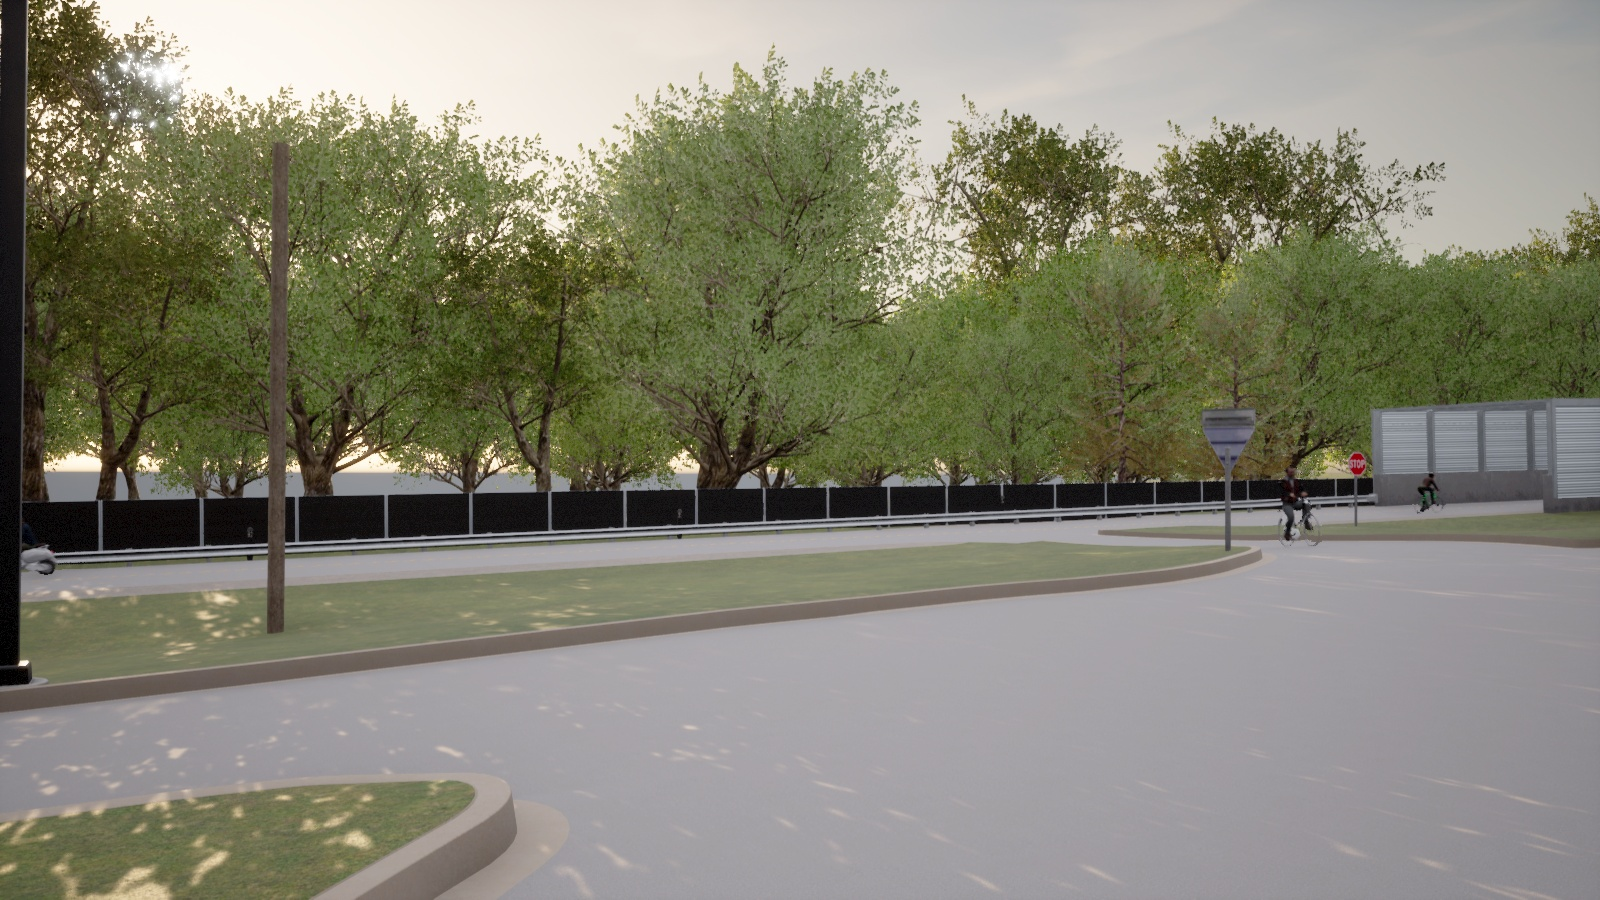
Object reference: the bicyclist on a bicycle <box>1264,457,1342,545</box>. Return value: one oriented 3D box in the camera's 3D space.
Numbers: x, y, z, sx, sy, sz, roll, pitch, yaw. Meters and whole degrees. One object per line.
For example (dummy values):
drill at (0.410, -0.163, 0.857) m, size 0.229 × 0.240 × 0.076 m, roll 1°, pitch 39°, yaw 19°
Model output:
bicyclist on a bicycle at (10.696, 1.120, 26.769) m, size 0.659 × 1.776 × 1.843 m, roll -3°, pitch -5°, yaw -5°

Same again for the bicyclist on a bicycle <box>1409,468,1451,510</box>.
bicyclist on a bicycle at (25.465, 1.560, 50.742) m, size 1.656 × 1.620 × 0.582 m, roll -1°, pitch 0°, yaw -24°

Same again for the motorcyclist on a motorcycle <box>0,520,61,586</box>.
motorcyclist on a motorcycle at (-20.370, 2.675, 32.730) m, size 1.817 × 1.590 × 0.866 m, roll -1°, pitch 0°, yaw -26°
